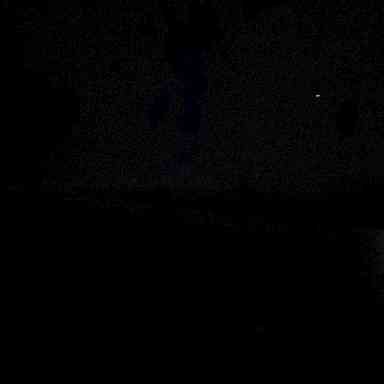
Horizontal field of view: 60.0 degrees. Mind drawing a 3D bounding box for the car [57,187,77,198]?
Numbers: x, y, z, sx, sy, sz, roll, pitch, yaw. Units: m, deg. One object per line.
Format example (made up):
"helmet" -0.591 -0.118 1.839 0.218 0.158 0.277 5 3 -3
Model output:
"car" -18.810 0.040 49.803 1.882 1.535 5.008 -2 3 -36
